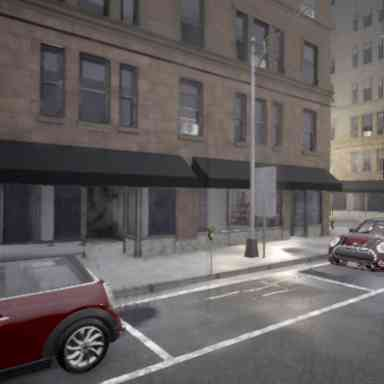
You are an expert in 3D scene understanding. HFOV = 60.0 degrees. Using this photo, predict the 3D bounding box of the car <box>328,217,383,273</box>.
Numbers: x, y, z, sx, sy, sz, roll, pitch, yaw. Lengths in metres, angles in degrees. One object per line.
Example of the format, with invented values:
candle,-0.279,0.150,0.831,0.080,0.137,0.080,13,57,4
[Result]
car,6.179,1.552,10.639,4.097,1.590,1.967,1,0,-36

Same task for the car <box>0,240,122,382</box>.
car,-3.049,1.443,4.007,4.097,1.590,1.967,1,0,-36
